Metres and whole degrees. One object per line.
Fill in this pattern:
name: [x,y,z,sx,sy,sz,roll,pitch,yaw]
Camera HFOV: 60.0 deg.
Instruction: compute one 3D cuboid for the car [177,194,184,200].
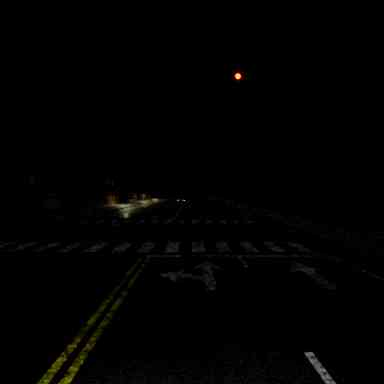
car: [-3.132,1.412,93.417,1.882,1.535,5.008,0,0,0]
